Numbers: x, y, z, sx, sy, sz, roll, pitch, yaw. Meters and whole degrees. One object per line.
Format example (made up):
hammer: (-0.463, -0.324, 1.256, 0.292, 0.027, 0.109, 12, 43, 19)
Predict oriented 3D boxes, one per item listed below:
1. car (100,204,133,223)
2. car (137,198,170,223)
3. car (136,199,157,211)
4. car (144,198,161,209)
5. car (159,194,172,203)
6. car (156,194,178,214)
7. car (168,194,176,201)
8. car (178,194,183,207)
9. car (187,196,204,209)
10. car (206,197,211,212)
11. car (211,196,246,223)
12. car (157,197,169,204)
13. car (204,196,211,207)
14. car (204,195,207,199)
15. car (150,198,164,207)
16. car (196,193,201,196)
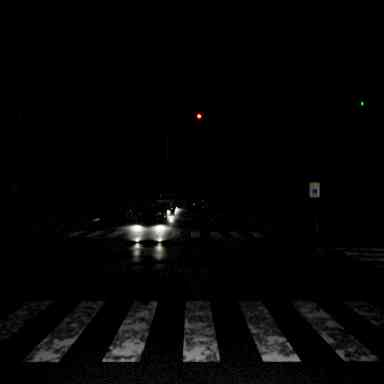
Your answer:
car: (-5.656, 1.564, 25.267, 1.947, 1.339, 4.313, 0, 0, 0)
car: (-2.992, 1.476, 25.670, 1.882, 1.535, 5.008, 0, 0, 0)
car: (-5.585, 1.558, 41.638, 2.008, 1.369, 4.403, 0, 0, 0)
car: (-5.561, 1.593, 47.095, 1.802, 1.307, 4.206, 0, 0, 0)
car: (-5.466, 1.340, 68.923, 2.192, 1.841, 5.009, 0, 0, 0)
car: (-2.945, 1.222, 36.091, 2.150, 2.045, 5.566, 0, 0, 0)
car: (-5.371, 1.488, 90.751, 1.967, 1.590, 4.097, 0, 0, 0)
car: (-2.870, 1.505, 49.165, 2.128, 1.511, 4.902, 0, 0, 1)
car: (0.292, 1.574, 44.921, 1.994, 1.385, 4.181, 0, 0, 0)
car: (2.916, 1.570, 36.152, 1.947, 1.339, 4.313, 0, 0, 0)
car: (2.869, 1.313, 25.239, 2.192, 1.841, 5.009, 0, 0, 0)
car: (-5.490, 1.603, 63.466, 1.802, 1.307, 4.206, 0, 0, 0)
car: (2.940, 1.558, 41.608, 2.008, 1.369, 4.403, 0, 0, 0)
car: (2.964, 1.562, 47.065, 2.008, 1.369, 4.403, 0, 0, 0)
car: (-5.537, 1.596, 52.552, 1.802, 1.307, 4.206, 0, 0, 0)
car: (0.394, 1.552, 69.259, 1.812, 1.442, 4.674, 0, -1, 0)
